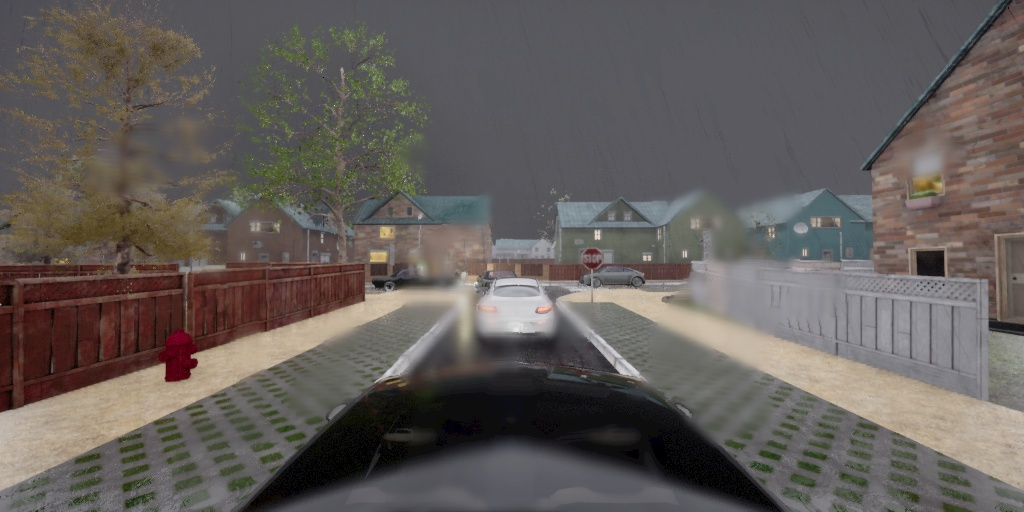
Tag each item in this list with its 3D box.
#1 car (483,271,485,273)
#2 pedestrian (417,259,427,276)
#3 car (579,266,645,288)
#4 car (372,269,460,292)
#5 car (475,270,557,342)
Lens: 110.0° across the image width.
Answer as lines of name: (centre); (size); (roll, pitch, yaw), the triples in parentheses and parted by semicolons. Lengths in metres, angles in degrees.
car: (-0.746, 1.366, 18.485); (1.895, 1.301, 4.718); (0, -1, -12)
pedestrian: (-6.685, 1.118, 26.758); (0.375, 1.860, 0.375); (0, -1, 1)
car: (6.552, 1.344, 23.655); (4.181, 1.385, 1.994); (0, -1, 1)
car: (-5.470, 1.416, 20.872); (4.718, 1.301, 1.895); (-1, -1, 1)
car: (0.108, 1.279, 9.665); (1.812, 1.442, 4.674); (0, 0, 0)
